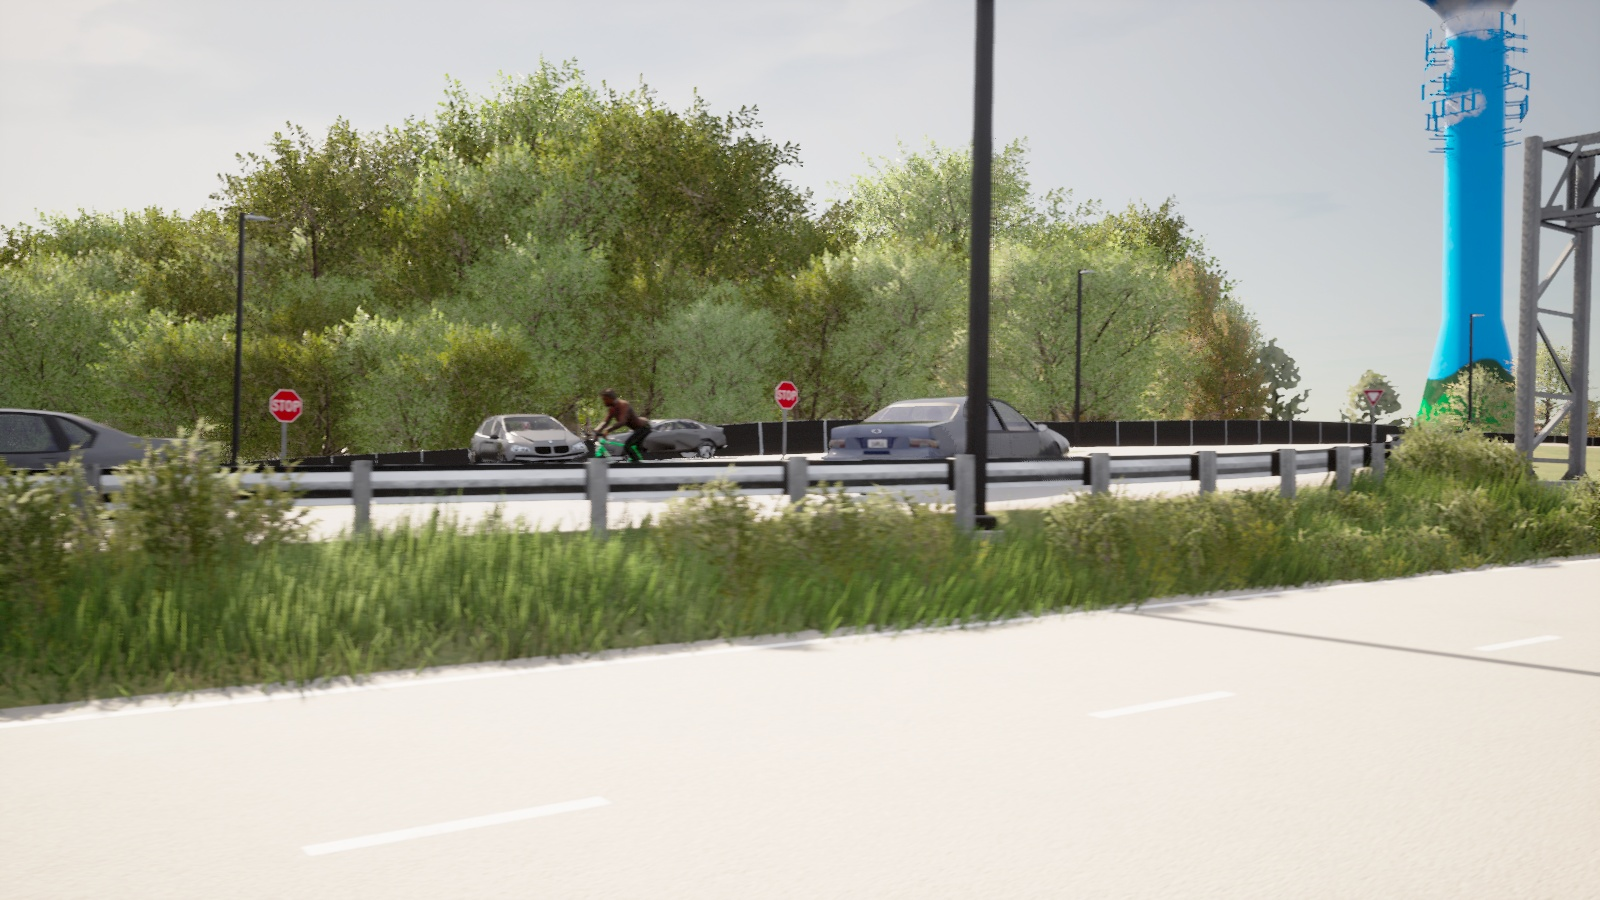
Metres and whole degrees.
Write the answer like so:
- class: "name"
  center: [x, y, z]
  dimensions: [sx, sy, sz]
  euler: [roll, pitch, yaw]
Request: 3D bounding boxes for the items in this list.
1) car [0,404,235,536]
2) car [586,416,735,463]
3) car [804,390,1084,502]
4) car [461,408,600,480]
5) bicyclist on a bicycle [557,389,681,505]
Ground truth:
- class: "car"
  center: [-9.601, 0.272, 14.630]
  dimensions: [5.357, 1.411, 2.033]
  euler: [-2, 0, -21]
- class: "car"
  center: [-5.073, -0.381, 45.760]
  dimensions: [4.902, 1.511, 2.128]
  euler: [-3, 1, -31]
- class: "car"
  center: [2.329, -0.103, 18.560]
  dimensions: [2.033, 1.411, 5.357]
  euler: [-1, 1, 31]
- class: "car"
  center: [-7.069, -0.156, 32.591]
  dimensions: [2.242, 1.667, 4.611]
  euler: [-3, 1, -29]
- class: "bicyclist on a bicycle"
  center: [-2.635, -0.066, 18.364]
  dimensions: [1.656, 1.620, 0.582]
  euler: [-2, 1, -37]
